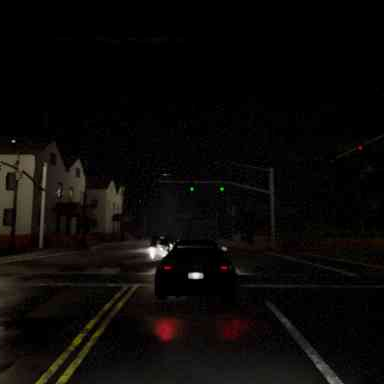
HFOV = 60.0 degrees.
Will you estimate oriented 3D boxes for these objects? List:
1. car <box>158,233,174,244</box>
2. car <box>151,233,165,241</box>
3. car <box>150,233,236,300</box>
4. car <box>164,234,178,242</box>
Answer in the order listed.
[{"bbox_3d":[-3.599,6.609,47.287,1.837,1.490,4.892,0,-7,0],"label":"car"},{"bbox_3d":[-3.604,5.457,37.977,2.128,1.511,4.902,0,-7,0],"label":"car"},{"bbox_3d":[0.091,2.047,9.533,1.994,1.385,4.181,0,-5,0],"label":"car"},{"bbox_3d":[-3.560,7.887,57.250,1.994,1.385,4.181,0,-7,0],"label":"car"}]
